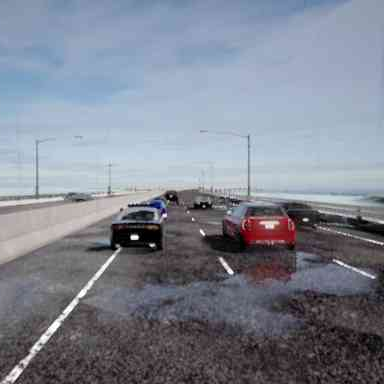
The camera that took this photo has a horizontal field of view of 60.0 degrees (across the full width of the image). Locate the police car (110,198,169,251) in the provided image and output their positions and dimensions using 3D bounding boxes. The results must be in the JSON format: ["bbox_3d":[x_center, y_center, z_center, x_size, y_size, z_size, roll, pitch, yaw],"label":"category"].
[{"bbox_3d":[-2.073,1.286,13.658,1.930,1.638,5.238,0,1,-4],"label":"police car"}]

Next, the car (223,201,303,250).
[{"bbox_3d":[2.583,1.212,13.797,2.097,1.767,4.553,0,1,-4],"label":"car"}]

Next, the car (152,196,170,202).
[{"bbox_3d":[-2.679,1.285,23.516,1.812,1.442,4.674,0,1,-3],"label":"car"}]

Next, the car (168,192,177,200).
[{"bbox_3d":[-3.794,0.838,64.869,1.812,1.442,4.674,0,1,-2],"label":"car"}]

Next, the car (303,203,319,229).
[{"bbox_3d":[5.723,1.277,19.675,1.882,1.535,5.008,0,1,-4],"label":"car"}]

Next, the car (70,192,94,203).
[{"bbox_3d":[-17.347,0.984,53.715,2.033,1.411,5.357,0,1,-2],"label":"car"}]

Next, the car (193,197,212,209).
[{"bbox_3d":[1.157,1.206,37.957,1.895,1.301,4.718,0,1,-3],"label":"car"}]

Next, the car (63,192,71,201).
[{"bbox_3d":[-21.075,0.734,58.742,2.097,1.767,4.553,0,1,-2],"label":"car"}]

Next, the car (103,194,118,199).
[{"bbox_3d":[-14.009,0.961,57.243,1.994,1.385,4.181,0,1,-2],"label":"car"}]

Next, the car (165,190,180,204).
[{"bbox_3d":[-3.008,0.715,48.310,2.150,2.045,5.566,0,1,-3],"label":"car"}]

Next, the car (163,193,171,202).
[{"bbox_3d":[-3.030,1.174,29.495,1.882,1.535,5.008,0,1,-3],"label":"car"}]
